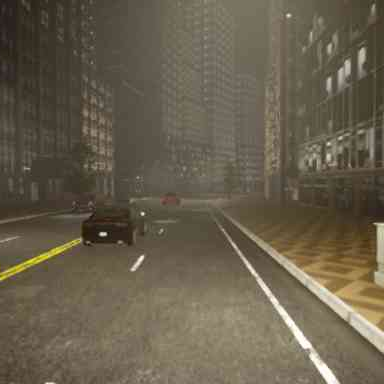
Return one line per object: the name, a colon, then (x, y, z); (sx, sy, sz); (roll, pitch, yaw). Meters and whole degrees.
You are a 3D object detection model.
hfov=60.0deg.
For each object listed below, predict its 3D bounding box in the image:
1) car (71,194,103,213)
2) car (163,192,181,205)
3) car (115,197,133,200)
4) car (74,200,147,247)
car: (-9.714, 1.003, 31.282); (2.097, 1.767, 4.553); (0, 1, 0)
car: (-2.679, 0.813, 45.571); (2.097, 1.767, 4.553); (0, 1, 3)
car: (-6.459, 1.199, 31.482); (2.033, 1.411, 5.357); (0, 1, 0)
car: (-3.137, 1.313, 14.233); (1.882, 1.535, 5.008); (0, 1, 0)
